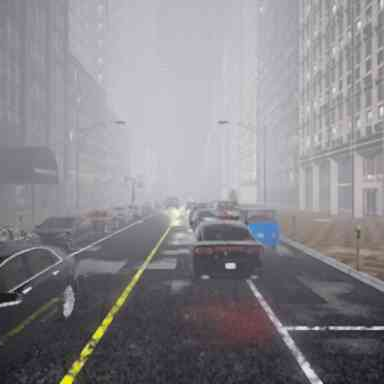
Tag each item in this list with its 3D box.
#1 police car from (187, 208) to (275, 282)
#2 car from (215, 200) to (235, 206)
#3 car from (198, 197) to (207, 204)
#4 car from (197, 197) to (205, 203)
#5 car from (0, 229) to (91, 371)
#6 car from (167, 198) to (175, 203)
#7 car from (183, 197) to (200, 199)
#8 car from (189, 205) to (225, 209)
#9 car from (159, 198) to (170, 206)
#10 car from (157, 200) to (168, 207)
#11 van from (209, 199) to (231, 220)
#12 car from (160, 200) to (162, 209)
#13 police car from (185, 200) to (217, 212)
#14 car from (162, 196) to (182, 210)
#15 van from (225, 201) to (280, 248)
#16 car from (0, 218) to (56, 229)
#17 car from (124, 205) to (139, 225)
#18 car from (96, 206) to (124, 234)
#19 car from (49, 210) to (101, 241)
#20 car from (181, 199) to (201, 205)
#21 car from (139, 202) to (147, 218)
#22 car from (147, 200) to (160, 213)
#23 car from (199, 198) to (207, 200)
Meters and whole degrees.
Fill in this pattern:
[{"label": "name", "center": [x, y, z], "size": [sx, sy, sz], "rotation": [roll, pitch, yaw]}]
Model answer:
[{"label": "police car", "center": [0.883, 1.524, 10.252], "size": [1.930, 1.638, 5.238], "rotation": [0, -1, 0]}, {"label": "car", "center": [2.636, 1.565, 26.167], "size": [2.192, 1.841, 5.009], "rotation": [-1, -1, 0]}, {"label": "car", "center": [2.536, 2.101, 83.001], "size": [2.192, 1.841, 5.009], "rotation": [-1, -1, 0]}, {"label": "car", "center": [2.517, 2.332, 94.367], "size": [1.967, 1.590, 4.097], "rotation": [-1, -1, 0]}, {"label": "car", "center": [-3.107, 1.549, 4.573], "size": [1.837, 1.490, 4.892], "rotation": [0, -1, 0]}, {"label": "car", "center": [-5.863, 2.457, 94.351], "size": [1.947, 1.339, 4.313], "rotation": [-1, -1, 0]}, {"label": "car", "center": [-0.106, 2.072, 61.148], "size": [2.128, 1.511, 4.902], "rotation": [0, -1, 0]}, {"label": "car", "center": [0.866, 1.718, 20.141], "size": [1.812, 1.442, 4.674], "rotation": [0, -1, 0]}, {"label": "car", "center": [-5.824, 2.119, 71.618], "size": [1.967, 1.590, 4.097], "rotation": [-1, -1, 0]}, {"label": "car", "center": [-5.812, 2.207, 65.933], "size": [1.802, 1.307, 4.206], "rotation": [-1, -1, 0]}, {"label": "van", "center": [2.626, 1.645, 31.850], "size": [1.690, 1.788, 3.998], "rotation": [-1, -1, 0]}, {"label": "car", "center": [-5.792, 2.069, 54.566], "size": [2.008, 1.369, 4.403], "rotation": [-1, -1, 0]}, {"label": "police car", "center": [0.722, 1.675, 26.275], "size": [1.930, 1.638, 5.238], "rotation": [0, -1, 1]}, {"label": "car", "center": [-3.093, 1.705, 52.575], "size": [2.150, 2.045, 5.566], "rotation": [0, -1, 0]}, {"label": "van", "center": [2.656, 1.483, 14.800], "size": [1.690, 1.788, 3.998], "rotation": [-1, -1, 0]}, {"label": "car", "center": [-5.712, 1.638, 9.100], "size": [2.008, 1.369, 4.403], "rotation": [-1, -1, 0]}, {"label": "car", "center": [-5.743, 1.800, 26.150], "size": [2.008, 1.369, 4.403], "rotation": [-1, -1, 0]}, {"label": "car", "center": [-5.732, 1.740, 20.467], "size": [1.887, 1.381, 4.507], "rotation": [-1, -1, 0]}, {"label": "car", "center": [-5.722, 1.707, 14.783], "size": [1.947, 1.339, 4.313], "rotation": [-1, -1, 0]}, {"label": "car", "center": [-0.074, 1.993, 46.855], "size": [2.033, 1.411, 5.357], "rotation": [0, -1, 0]}, {"label": "car", "center": [-5.752, 1.885, 31.833], "size": [1.802, 1.307, 4.206], "rotation": [-1, -1, 0]}, {"label": "car", "center": [-5.773, 1.962, 43.200], "size": [2.008, 1.369, 4.403], "rotation": [-1, -1, 0]}, {"label": "car", "center": [2.588, 2.069, 54.581], "size": [2.008, 1.369, 4.403], "rotation": [-1, -1, 0]}]
